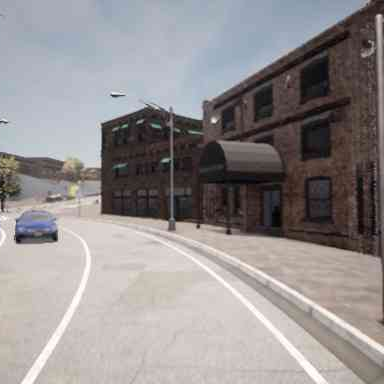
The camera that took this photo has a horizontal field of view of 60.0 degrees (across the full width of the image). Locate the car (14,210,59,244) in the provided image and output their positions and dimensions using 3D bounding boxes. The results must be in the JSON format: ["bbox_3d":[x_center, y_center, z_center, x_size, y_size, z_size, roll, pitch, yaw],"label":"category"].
[{"bbox_3d":[-8.063,1.691,17.232,1.812,1.442,4.674,1,-1,-28],"label":"car"}]
